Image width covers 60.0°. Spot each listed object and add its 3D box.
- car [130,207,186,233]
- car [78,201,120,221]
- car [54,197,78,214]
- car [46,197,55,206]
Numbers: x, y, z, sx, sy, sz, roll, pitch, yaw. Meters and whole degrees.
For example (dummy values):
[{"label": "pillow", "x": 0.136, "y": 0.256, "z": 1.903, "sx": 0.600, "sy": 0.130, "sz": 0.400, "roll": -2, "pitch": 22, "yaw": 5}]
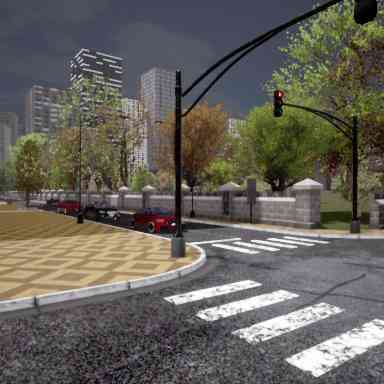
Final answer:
[{"label": "car", "x": -2.138, "y": 1.606, "z": 19.990, "sx": 1.994, "sy": 1.385, "sz": 4.181, "roll": 0, "pitch": 0, "yaw": -34}, {"label": "car", "x": -7.683, "y": 1.562, "z": 28.160, "sx": 2.128, "sy": 1.511, "sz": 4.902, "roll": 0, "pitch": 0, "yaw": -34}, {"label": "car", "x": -13.308, "y": 1.577, "z": 36.459, "sx": 1.882, "sy": 1.535, "sz": 5.008, "roll": 0, "pitch": 0, "yaw": -34}, {"label": "car", "x": -24.116, "y": 1.672, "z": 58.056, "sx": 2.128, "sy": 1.511, "sz": 4.902, "roll": 0, "pitch": 0, "yaw": -34}]
